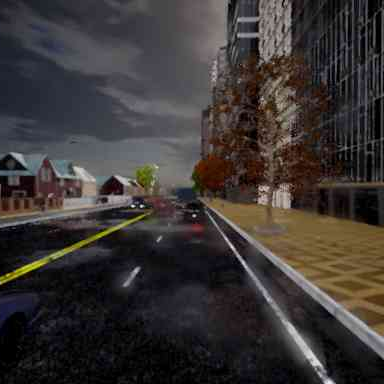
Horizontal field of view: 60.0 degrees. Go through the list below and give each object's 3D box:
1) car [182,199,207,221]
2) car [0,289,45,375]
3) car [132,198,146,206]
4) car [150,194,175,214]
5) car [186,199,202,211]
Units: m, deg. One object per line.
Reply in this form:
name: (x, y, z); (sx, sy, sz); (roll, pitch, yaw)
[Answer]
car: (0.185, 1.585, 27.994); (1.837, 1.490, 4.892); (0, 0, 0)
car: (-3.151, 1.547, 2.552); (2.033, 1.411, 5.357); (0, 0, 0)
car: (-9.587, 1.736, 59.970); (1.812, 1.442, 4.674); (0, 0, 1)
car: (-3.038, 1.458, 36.694); (2.097, 1.767, 4.553); (0, 0, 0)
car: (0.240, 1.701, 45.236); (2.033, 1.411, 5.357); (0, 0, 0)
